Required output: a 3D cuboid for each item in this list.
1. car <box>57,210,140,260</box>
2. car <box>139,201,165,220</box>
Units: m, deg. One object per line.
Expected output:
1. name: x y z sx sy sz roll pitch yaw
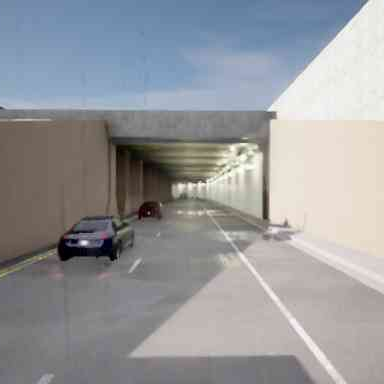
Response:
1. car: -3.403 1.577 12.524 1.994 1.385 4.181 0 0 0
2. car: -3.398 1.508 28.700 1.882 1.535 5.008 0 0 0
